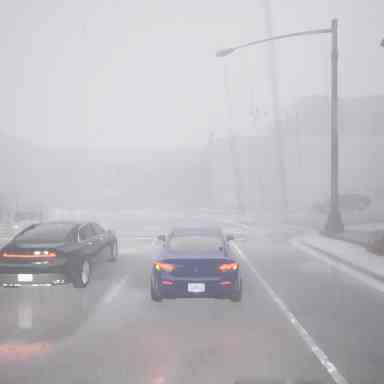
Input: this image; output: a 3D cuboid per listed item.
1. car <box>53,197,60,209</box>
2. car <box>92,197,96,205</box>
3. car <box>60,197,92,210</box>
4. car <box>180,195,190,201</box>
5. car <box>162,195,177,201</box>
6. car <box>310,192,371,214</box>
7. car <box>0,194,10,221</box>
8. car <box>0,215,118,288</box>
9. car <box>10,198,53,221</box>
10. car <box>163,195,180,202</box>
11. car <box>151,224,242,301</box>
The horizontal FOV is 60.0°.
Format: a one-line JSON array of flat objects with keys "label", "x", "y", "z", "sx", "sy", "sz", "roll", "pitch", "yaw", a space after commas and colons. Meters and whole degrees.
[{"label": "car", "x": -18.178, "y": 1.506, "z": 44.864, "sx": 1.837, "sy": 1.490, "sz": 4.892, "roll": 0, "pitch": 0, "yaw": -1}, {"label": "car", "x": -18.492, "y": 1.547, "z": 60.875, "sx": 2.033, "sy": 1.411, "sz": 5.357, "roll": 0, "pitch": 0, "yaw": -1}, {"label": "car", "x": -14.606, "y": 1.505, "z": 42.032, "sx": 1.837, "sy": 1.490, "sz": 4.892, "roll": 0, "pitch": 0, "yaw": -1}, {"label": "car", "x": -2.029, "y": 1.524, "z": 85.033, "sx": 1.812, "sy": 1.442, "sz": 4.674, "roll": 0, "pitch": 0, "yaw": 24}, {"label": "car", "x": -5.712, "y": 1.552, "z": 85.254, "sx": 1.994, "sy": 1.385, "sz": 4.181, "roll": 0, "pitch": 0, "yaw": 24}, {"label": "car", "x": 12.565, "y": 0.891, "z": 28.345, "sx": 4.892, "sy": 1.490, "sz": 1.837, "roll": -7, "pitch": 0, "yaw": 0}, {"label": "car", "x": -16.422, "y": 1.220, "z": 27.406, "sx": 2.150, "sy": 2.045, "sz": 5.566, "roll": 0, "pitch": 0, "yaw": -17}, {"label": "car", "x": -3.391, "y": 1.505, "z": 9.212, "sx": 1.837, "sy": 1.490, "sz": 4.892, "roll": 0, "pitch": 0, "yaw": 0}, {"label": "car", "x": -12.323, "y": 1.477, "z": 25.778, "sx": 1.882, "sy": 1.535, "sz": 5.008, "roll": 0, "pitch": 0, "yaw": -17}, {"label": "car", "x": -4.553, "y": 1.355, "z": 75.402, "sx": 2.097, "sy": 1.767, "sz": 4.553, "roll": 0, "pitch": 0, "yaw": 6}, {"label": "car", "x": 0.098, "y": 1.526, "z": 8.195, "sx": 1.812, "sy": 1.442, "sz": 4.674, "roll": 0, "pitch": 0, "yaw": 0}]
